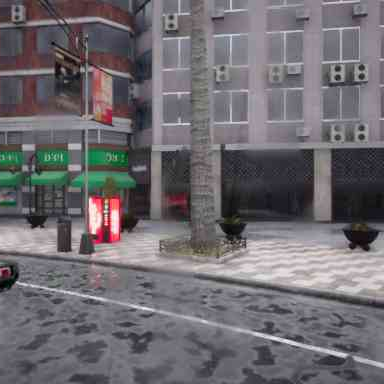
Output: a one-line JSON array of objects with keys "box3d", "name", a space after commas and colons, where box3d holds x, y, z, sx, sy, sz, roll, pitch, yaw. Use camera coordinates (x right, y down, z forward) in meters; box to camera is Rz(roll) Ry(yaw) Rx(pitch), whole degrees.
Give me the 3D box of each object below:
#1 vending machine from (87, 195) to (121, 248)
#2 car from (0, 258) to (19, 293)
[{"box3d": [-3.719, 1.194, 14.127, 0.880, 2.100, 1.100, 0, 0, 24], "name": "vending machine"}, {"box3d": [-5.946, 1.600, 6.884, 4.718, 1.301, 1.895, 0, 0, 26], "name": "car"}]
